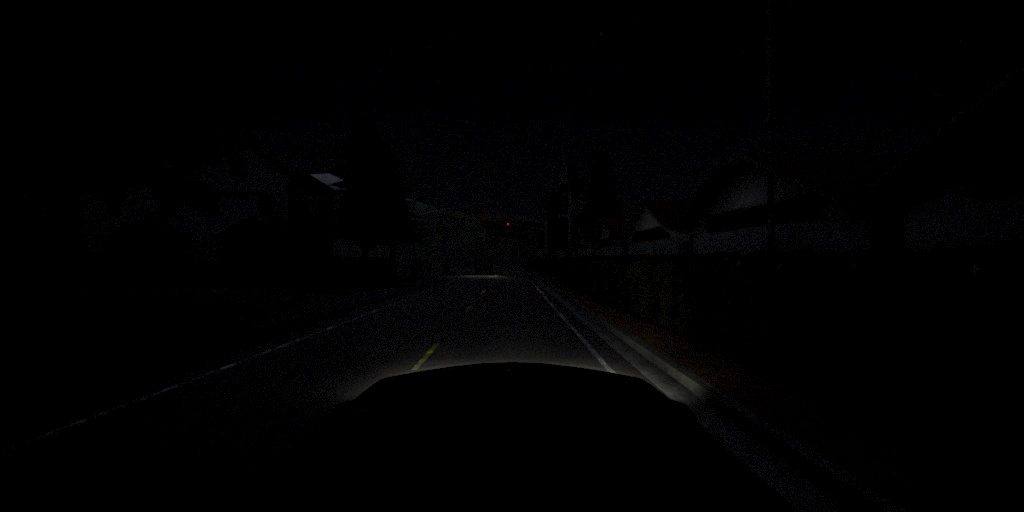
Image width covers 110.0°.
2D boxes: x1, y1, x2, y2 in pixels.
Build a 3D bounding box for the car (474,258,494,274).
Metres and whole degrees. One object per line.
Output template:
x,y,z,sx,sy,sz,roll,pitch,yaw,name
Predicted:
-3.530,1.214,45.965,2.150,2.045,5.566,1,-2,0,car
